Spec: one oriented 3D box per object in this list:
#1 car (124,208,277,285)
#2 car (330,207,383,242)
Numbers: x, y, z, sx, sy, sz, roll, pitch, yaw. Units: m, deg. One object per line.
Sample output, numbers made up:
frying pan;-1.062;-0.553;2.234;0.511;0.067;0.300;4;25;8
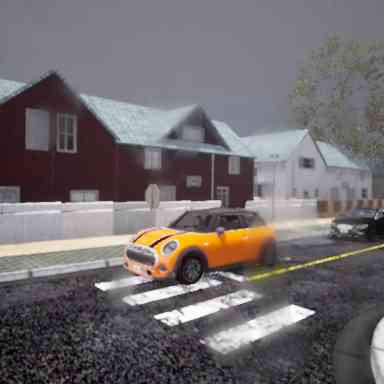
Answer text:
car;0.391;1.259;9.387;4.553;1.767;2.097;1;1;-41
car;8.714;1.516;16.643;4.902;1.511;2.128;1;1;-41
